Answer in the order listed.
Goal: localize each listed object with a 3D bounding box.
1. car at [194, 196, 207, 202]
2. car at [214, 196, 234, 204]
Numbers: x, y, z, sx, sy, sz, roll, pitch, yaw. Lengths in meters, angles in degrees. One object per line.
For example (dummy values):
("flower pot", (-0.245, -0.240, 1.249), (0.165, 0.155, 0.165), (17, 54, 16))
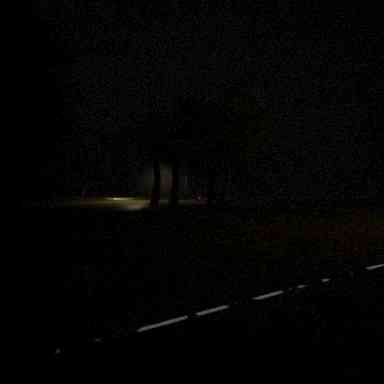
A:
("car", (2.232, 1.532, 74.684), (1.994, 1.385, 4.181), (1, 0, -34))
("car", (6.445, 1.611, 68.371), (1.882, 1.535, 5.008), (1, -1, -33))
